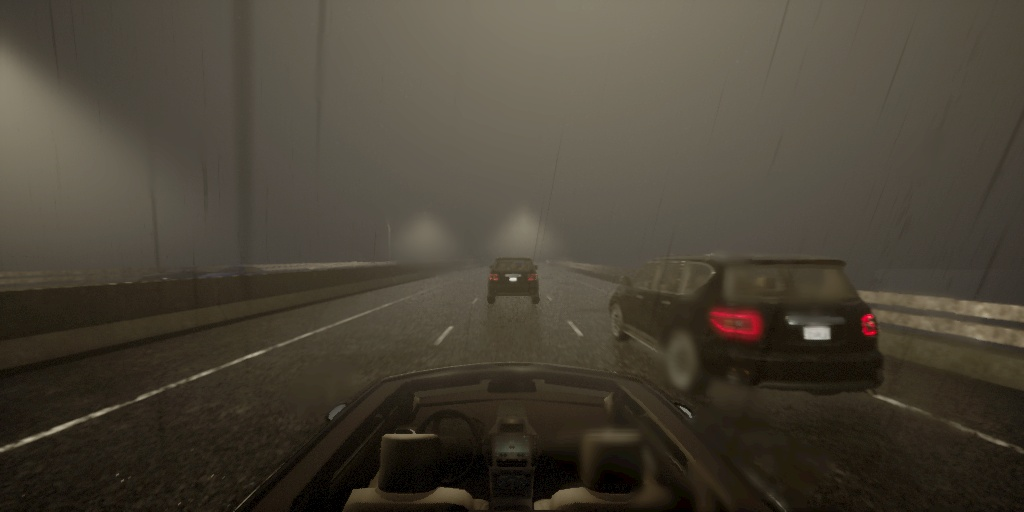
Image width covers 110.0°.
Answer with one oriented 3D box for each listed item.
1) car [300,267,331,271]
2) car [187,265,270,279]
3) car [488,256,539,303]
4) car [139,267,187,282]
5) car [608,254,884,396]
[{"bbox_3d":[-13.895,1.423,25.118,1.895,1.301,4.718,0,0,1],"label":"car"},{"bbox_3d":[-17.437,1.337,22.784,1.812,1.442,4.674,0,0,1],"label":"car"},{"bbox_3d":[0.081,1.027,17.034,2.150,2.045,5.566,0,0,1],"label":"car"},{"bbox_3d":[-20.938,1.372,22.752,1.994,1.385,4.181,0,0,1],"label":"car"},{"bbox_3d":[3.505,0.992,6.792,2.150,2.045,5.566,0,0,0],"label":"car"}]
